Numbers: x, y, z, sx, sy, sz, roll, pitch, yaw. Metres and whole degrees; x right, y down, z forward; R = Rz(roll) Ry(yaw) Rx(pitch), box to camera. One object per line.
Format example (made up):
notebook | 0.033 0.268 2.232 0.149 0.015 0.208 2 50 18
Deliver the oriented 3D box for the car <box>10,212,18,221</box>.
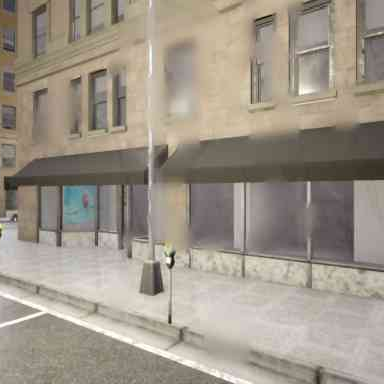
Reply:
car | -11.158 1.636 26.110 2.033 1.411 5.357 0 0 36
